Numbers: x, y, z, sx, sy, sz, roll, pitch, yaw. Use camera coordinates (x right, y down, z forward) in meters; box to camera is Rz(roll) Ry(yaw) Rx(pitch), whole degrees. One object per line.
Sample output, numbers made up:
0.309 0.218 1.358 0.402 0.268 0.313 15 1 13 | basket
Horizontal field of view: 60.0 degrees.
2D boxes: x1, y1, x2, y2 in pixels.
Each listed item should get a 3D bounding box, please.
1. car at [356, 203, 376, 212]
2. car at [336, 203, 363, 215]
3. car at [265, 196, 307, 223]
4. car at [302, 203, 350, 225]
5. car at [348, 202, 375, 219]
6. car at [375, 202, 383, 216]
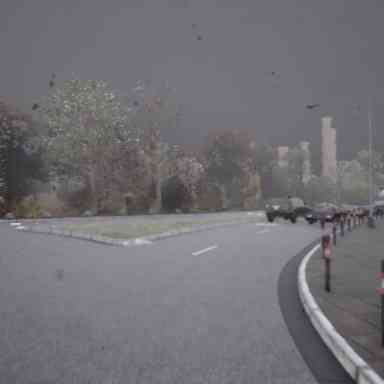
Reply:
26.731 2.370 51.011 1.895 1.301 4.718 -1 -2 39 | car
20.629 2.118 43.440 2.033 1.411 5.357 -1 -2 39 | car
7.893 1.368 27.096 2.150 2.045 5.566 -1 -2 36 | car
9.823 1.691 24.185 1.895 1.301 4.718 -1 -2 35 | car
15.829 1.850 32.317 2.033 1.411 5.357 -1 -2 39 | car
19.300 1.963 36.622 2.033 1.411 5.357 -1 -2 39 | car
